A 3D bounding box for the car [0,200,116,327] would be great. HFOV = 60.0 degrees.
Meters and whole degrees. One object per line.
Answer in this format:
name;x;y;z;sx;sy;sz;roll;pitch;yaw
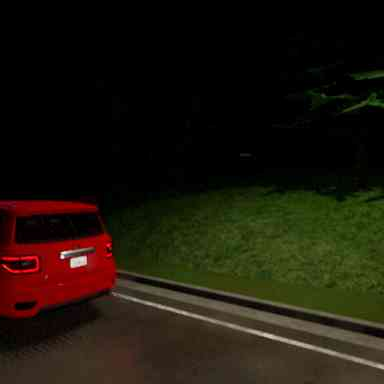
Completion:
car;-3.982;1.182;6.828;5.566;2.045;2.150;0;0;35
